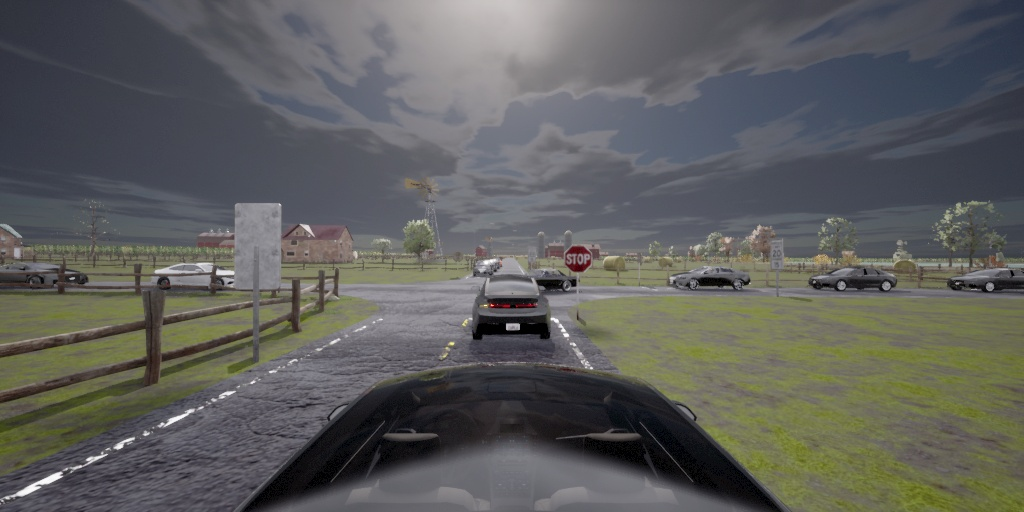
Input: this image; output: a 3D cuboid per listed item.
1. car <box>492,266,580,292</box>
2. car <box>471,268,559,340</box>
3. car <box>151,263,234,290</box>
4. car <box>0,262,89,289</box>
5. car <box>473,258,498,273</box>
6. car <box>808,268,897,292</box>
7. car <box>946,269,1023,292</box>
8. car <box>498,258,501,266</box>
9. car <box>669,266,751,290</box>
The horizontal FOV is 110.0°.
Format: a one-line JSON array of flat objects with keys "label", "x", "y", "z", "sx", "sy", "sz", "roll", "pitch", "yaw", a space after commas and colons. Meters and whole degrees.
[{"label": "car", "x": 1.493, "y": 1.369, "z": 20.065, "sx": 4.718, "sy": 1.301, "sz": 1.895, "roll": 1, "pitch": 0, "yaw": -35}, {"label": "car", "x": -0.077, "y": 1.256, "z": 10.018, "sx": 1.837, "sy": 1.490, "sz": 4.892, "roll": 0, "pitch": 0, "yaw": -2}, {"label": "car", "x": -17.250, "y": 1.104, "z": 19.968, "sx": 4.674, "sy": 1.442, "sz": 1.812, "roll": 1, "pitch": -1, "yaw": -1}, {"label": "car", "x": -26.370, "y": 1.048, "z": 19.843, "sx": 4.181, "sy": 1.385, "sz": 1.994, "roll": 1, "pitch": -1, "yaw": -1}, {"label": "car", "x": -2.873, "y": 1.243, "z": 36.704, "sx": 2.128, "sy": 1.511, "sz": 4.902, "roll": 0, "pitch": 0, "yaw": 0}, {"label": "car", "x": 22.192, "y": 1.499, "z": 23.473, "sx": 4.892, "sy": 1.490, "sz": 1.837, "roll": 1, "pitch": -1, "yaw": -1}, {"label": "car", "x": 31.694, "y": 1.587, "z": 23.597, "sx": 4.892, "sy": 1.490, "sz": 1.837, "roll": 1, "pitch": -1, "yaw": -1}, {"label": "car", "x": -2.869, "y": 1.241, "z": 46.150, "sx": 2.128, "sy": 1.511, "sz": 4.902, "roll": 0, "pitch": 0, "yaw": 0}, {"label": "car", "x": 12.790, "y": 1.397, "z": 23.298, "sx": 4.902, "sy": 1.511, "sz": 2.128, "roll": 1, "pitch": -1, "yaw": -2}]
